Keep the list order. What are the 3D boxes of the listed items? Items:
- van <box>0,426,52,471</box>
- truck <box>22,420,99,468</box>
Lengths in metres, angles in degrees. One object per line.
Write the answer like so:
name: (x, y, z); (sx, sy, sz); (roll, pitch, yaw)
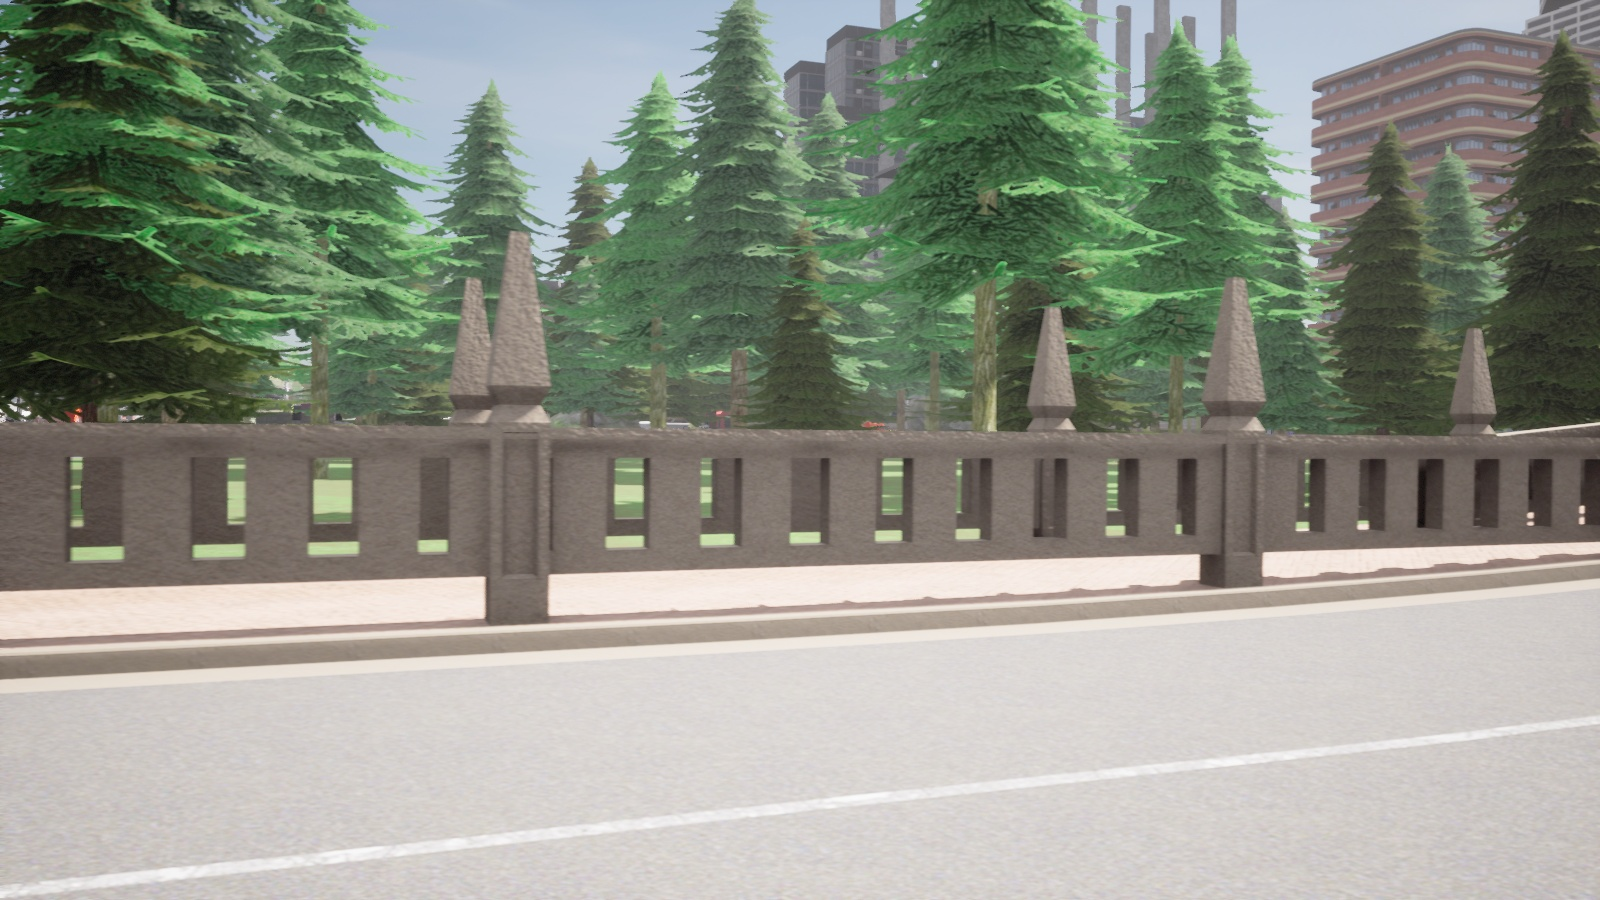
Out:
van: (-37.163, -0.039, 59.485); (2.069, 2.038, 4.480); (-1, 0, -19)
truck: (-40.316, -0.353, 68.610); (2.627, 2.467, 5.204); (-1, 1, -19)
